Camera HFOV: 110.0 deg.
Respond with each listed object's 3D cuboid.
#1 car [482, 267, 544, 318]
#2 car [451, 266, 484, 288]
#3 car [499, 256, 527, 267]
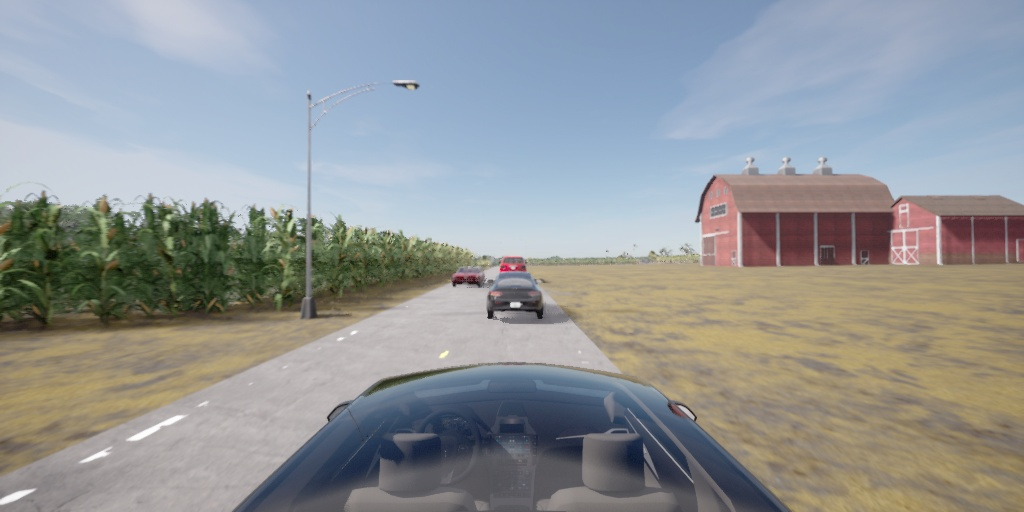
[{"bbox_3d":[0.096,1.279,12.938,1.812,1.442,4.674,0,0,0],"label":"car"},{"bbox_3d":[-2.852,1.376,24.193,1.895,1.301,4.718,0,0,0],"label":"car"},{"bbox_3d":[0.092,1.026,29.849,2.150,2.045,5.566,0,0,0],"label":"car"}]
